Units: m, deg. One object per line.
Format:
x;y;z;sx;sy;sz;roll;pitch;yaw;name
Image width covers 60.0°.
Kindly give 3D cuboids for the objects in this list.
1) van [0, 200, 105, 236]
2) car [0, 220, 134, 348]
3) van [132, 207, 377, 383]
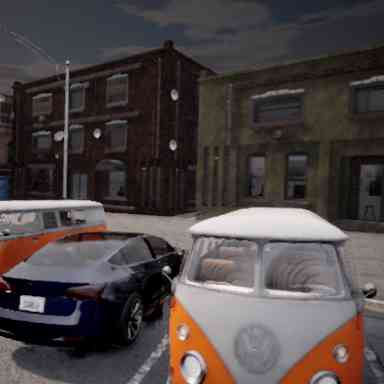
-3.876;1.194;8.035;1.878;1.987;4.442;1;0;15;van
-1.391;1.475;6.433;2.163;1.488;4.792;0;0;15;car
1.035;1.242;4.546;1.878;1.987;4.442;1;0;15;van
